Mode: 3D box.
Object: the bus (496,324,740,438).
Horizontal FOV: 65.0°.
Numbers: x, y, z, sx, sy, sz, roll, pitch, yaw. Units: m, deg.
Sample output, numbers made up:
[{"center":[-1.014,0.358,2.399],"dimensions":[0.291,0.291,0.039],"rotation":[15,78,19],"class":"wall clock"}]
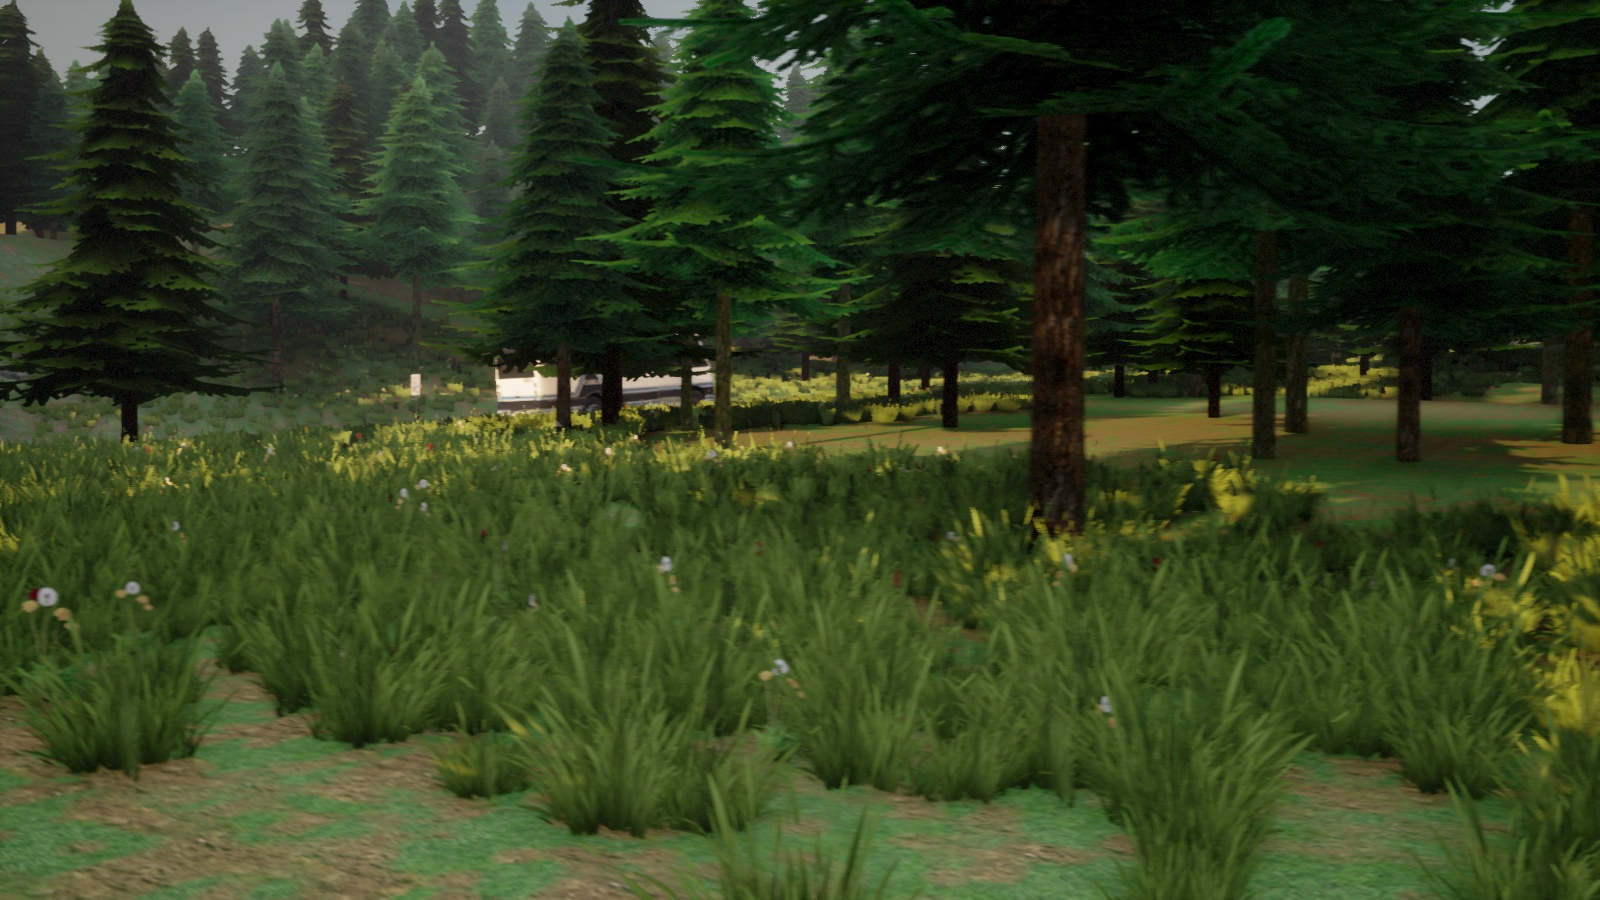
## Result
[{"center":[-7.921,-3.214,56.347],"dimensions":[3.944,4.253,10.273],"rotation":[0,6,44],"class":"bus"}]
